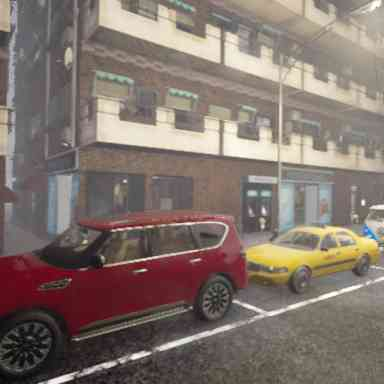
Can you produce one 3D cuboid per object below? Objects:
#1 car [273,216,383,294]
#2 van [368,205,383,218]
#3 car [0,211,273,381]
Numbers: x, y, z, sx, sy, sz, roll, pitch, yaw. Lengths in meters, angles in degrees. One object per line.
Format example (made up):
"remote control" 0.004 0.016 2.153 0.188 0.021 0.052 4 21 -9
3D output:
"car" 3.150 1.524 8.802 4.829 1.417 1.752 0 1 -35
"van" 7.827 1.338 12.092 3.998 1.788 1.690 0 1 -35
"car" -1.219 1.315 5.670 5.009 1.841 2.192 0 1 -35
